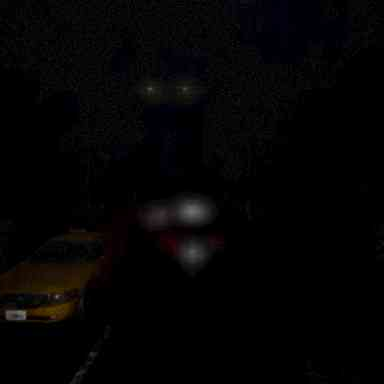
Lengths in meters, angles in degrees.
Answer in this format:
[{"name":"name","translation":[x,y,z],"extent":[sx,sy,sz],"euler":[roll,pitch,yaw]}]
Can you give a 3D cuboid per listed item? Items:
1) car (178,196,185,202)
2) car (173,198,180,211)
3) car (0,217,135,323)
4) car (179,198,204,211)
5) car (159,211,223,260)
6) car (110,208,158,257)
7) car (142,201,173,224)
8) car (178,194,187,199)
[{"name":"car","translation":[-2.599,1.722,83.438],"extent":[1.802,1.307,4.206],"euler":[0,0,0]},{"name":"car","translation":[-2.617,1.584,34.457],"extent":[1.947,1.339,4.313],"euler":[0,0,0]},{"name":"car","translation":[-2.627,1.525,7.387],"extent":[1.752,1.417,4.829],"euler":[1,0,0]},{"name":"car","translation":[0.063,1.537,28.814],"extent":[1.812,1.442,4.674],"euler":[0,0,0]},{"name":"car","translation":[0.045,1.601,12.493],"extent":[1.895,1.301,4.718],"euler":[0,0,1]},{"name":"car","translation":[-2.625,1.545,12.937],"extent":[1.887,1.381,4.507],"euler":[1,0,0]},{"name":"car","translation":[-2.620,1.447,23.697],"extent":[1.967,1.590,4.097],"euler":[1,0,0]},{"name":"car","translation":[-2.603,1.627,72.058],"extent":[1.752,1.417,4.829],"euler":[0,0,0]}]
